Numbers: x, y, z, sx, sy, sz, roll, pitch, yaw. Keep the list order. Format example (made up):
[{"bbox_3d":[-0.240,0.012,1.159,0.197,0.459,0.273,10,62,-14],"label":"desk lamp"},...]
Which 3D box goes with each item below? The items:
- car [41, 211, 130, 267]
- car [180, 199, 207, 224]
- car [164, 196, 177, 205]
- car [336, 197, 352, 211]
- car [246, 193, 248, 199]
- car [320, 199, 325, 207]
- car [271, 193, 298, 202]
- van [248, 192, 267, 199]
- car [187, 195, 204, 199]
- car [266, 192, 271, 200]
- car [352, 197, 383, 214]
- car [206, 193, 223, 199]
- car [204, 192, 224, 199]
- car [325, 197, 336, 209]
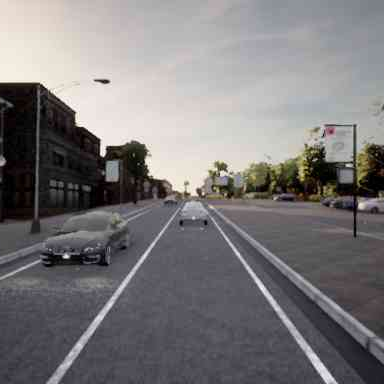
[{"bbox_3d":[-3.349,1.457,11.288,1.837,1.490,4.892,0,0,0],"label":"car"},{"bbox_3d":[0.102,1.436,23.563,1.812,1.442,4.674,0,0,0],"label":"car"},{"bbox_3d":[-3.319,1.336,52.327,1.812,1.442,4.674,0,0,0],"label":"car"},{"bbox_3d":[18.711,1.320,35.650,5.008,1.535,2.097,0,0,0],"label":"car"},{"bbox_3d":[18.718,1.290,93.295,5.366,1.575,1.946,0,-1,0],"label":"car"},{"bbox_3d":[18.707,1.335,42.200,4.674,1.452,2.002,0,0,0],"label":"car"},{"bbox_3d":[18.761,1.076,66.535,4.553,1.767,2.185,0,0,0],"label":"car"},{"bbox_3d":[18.438,1.029,90.501,4.442,1.987,1.878,0,-1,0],"label":"van"},{"bbox_3d":[0.103,1.200,41.239,2.097,1.767,4.553,0,0,0],"label":"car"},{"bbox_3d":[18.690,1.231,69.706,4.674,1.452,2.002,0,0,0],"label":"car"},{"bbox_3d":[18.700,1.372,32.502,4.674,1.452,2.002,0,0,0],"label":"car"},{"bbox_3d":[6.290,1.173,93.969,4.553,1.767,2.185,0,-1,0],"label":"car"},{"bbox_3d":[6.097,1.257,91.048,5.366,1.575,1.946,0,-1,0],"label":"car"},{"bbox_3d":[18.702,1.308,38.924,4.892,1.521,2.231,0,0,0],"label":"car"}]
